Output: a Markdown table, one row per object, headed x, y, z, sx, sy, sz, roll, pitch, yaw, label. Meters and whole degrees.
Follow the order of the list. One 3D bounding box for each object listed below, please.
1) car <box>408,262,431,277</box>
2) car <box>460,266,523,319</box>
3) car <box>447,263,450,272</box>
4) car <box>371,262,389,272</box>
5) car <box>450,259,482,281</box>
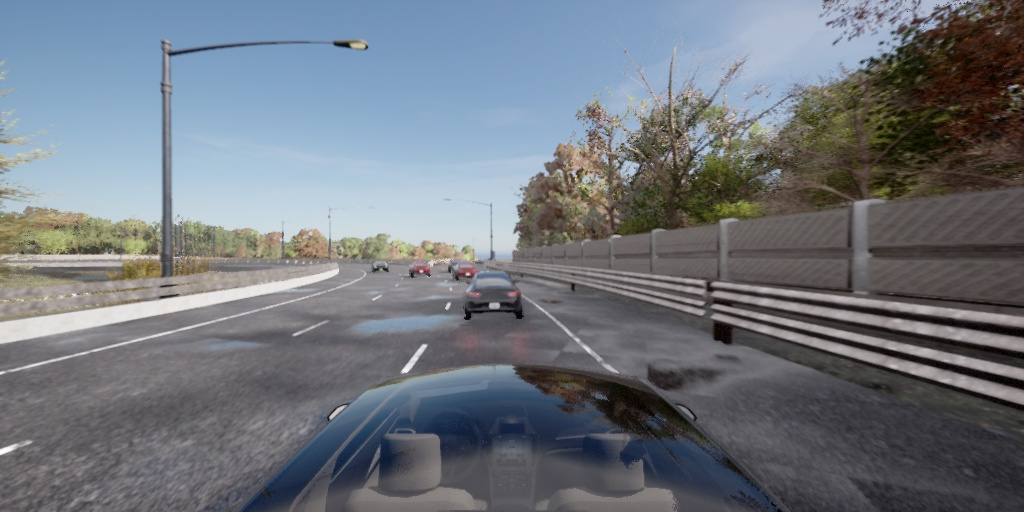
| x | y | z | sx | sy | sz | roll | pitch | yaw | label |
| --- | --- | --- | --- | --- | --- | --- | --- | --- | --- |
| -9.179 | 1.270 | 35.647 | 1.812 | 1.442 | 4.674 | 0 | 0 | -18 | car |
| -0.688 | 1.264 | 12.647 | 1.812 | 1.442 | 4.674 | 0 | 0 | -5 | car |
| -6.988 | 1.213 | 44.761 | 2.128 | 1.511 | 4.902 | 0 | 0 | -10 | car |
| -16.869 | 1.365 | 45.713 | 1.895 | 1.301 | 4.718 | 0 | 0 | -24 | car |
| -3.951 | 1.254 | 30.259 | 1.812 | 1.442 | 4.674 | 0 | 0 | -13 | car |
